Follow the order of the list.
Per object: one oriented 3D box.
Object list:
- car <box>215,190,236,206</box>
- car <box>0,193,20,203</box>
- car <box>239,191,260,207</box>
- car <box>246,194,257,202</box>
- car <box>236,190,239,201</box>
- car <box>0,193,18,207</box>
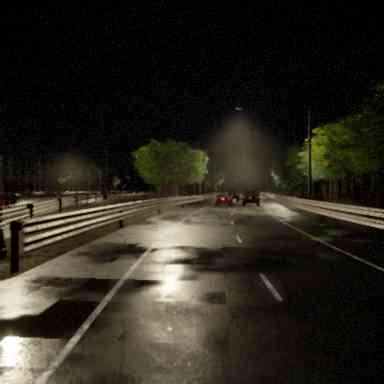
[{"bbox_3d":[4.360,0.946,44.815,2.097,1.767,4.553,0,0,11],"label":"car"},{"bbox_3d":[-28.295,0.874,51.078,1.812,1.442,4.674,0,1,-9],"label":"car"},{"bbox_3d":[7.800,0.837,44.190,2.150,2.045,5.566,0,1,11],"label":"car"},{"bbox_3d":[11.227,1.077,62.227,1.895,1.301,4.718,0,0,11],"label":"car"},{"bbox_3d":[8.001,0.662,63.942,2.150,2.045,5.566,0,0,11],"label":"car"},{"bbox_3d":[-22.658,1.051,40.071,1.994,1.385,4.181,0,1,-11],"label":"car"}]
